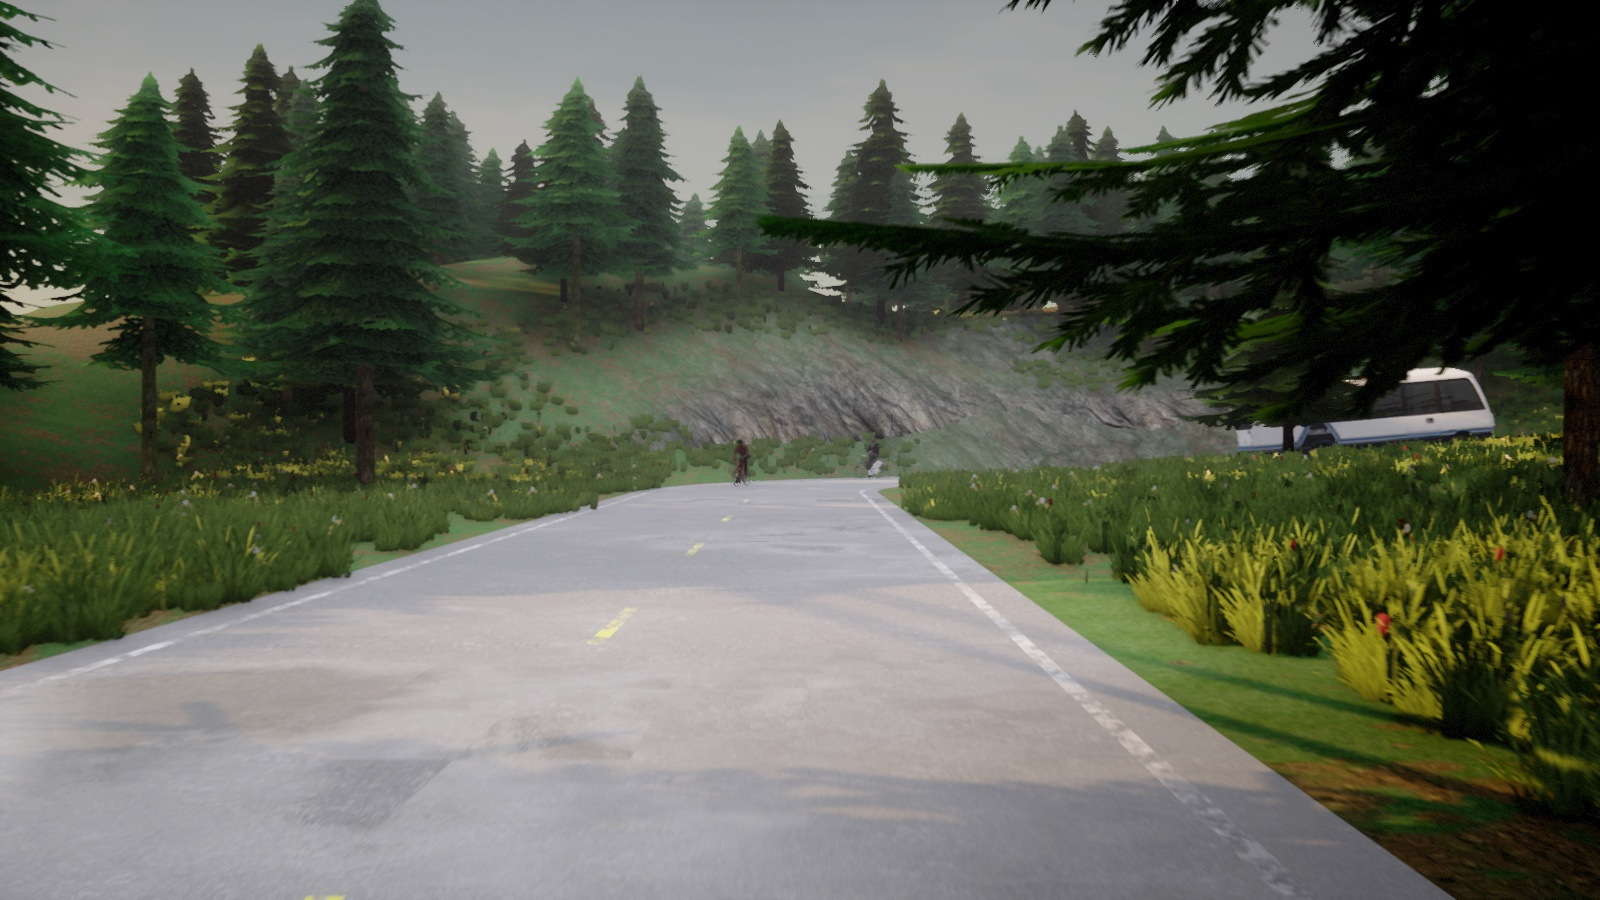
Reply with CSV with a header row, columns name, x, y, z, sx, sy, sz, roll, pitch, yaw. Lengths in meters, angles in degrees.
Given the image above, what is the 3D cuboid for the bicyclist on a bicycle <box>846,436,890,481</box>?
name,x,y,z,sx,sy,sz,roll,pitch,yaw
bicyclist on a bicycle,2.744,0.333,50.741,1.843,1.776,0.659,0,1,-44

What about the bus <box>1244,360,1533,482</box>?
name,x,y,z,sx,sy,sz,roll,pitch,yaw
bus,25.135,-1.175,54.269,10.273,4.253,3.944,-5,-1,7

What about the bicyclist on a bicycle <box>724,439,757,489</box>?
name,x,y,z,sx,sy,sz,roll,pitch,yaw
bicyclist on a bicycle,-2.015,0.458,42.552,0.582,1.620,1.656,1,1,17
